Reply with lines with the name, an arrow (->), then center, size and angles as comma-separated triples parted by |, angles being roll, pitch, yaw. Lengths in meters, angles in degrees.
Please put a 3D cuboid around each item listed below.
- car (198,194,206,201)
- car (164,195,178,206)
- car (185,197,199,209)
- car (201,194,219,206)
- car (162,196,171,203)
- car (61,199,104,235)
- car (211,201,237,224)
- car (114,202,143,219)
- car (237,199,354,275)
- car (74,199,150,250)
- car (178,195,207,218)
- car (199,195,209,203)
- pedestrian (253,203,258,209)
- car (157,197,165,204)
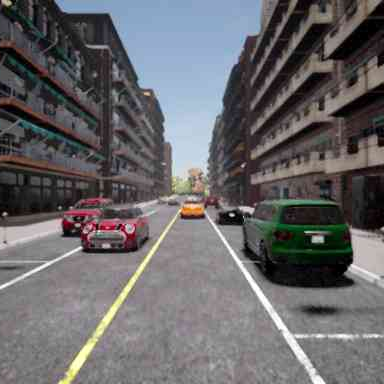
car -> 2.713, 1.419, 91.401 | 2.192, 1.841, 5.009 | 1, 0, 0
car -> -3.047, 1.658, 55.632 | 1.895, 1.301, 4.718 | 0, 0, 1
car -> 0.053, 1.524, 46.536 | 1.882, 1.535, 5.008 | 0, 0, 0
car -> 2.708, 1.362, 46.857 | 2.192, 1.841, 5.009 | 1, 0, 0
car -> -5.672, 1.607, 74.561 | 1.752, 1.417, 4.829 | 1, 0, 0
car -> -5.675, 1.333, 19.051 | 2.192, 1.841, 5.009 | 1, 0, 0
car -> 2.702, 1.589, 24.585 | 1.947, 1.339, 4.313 | 1, 0, 0
car -> -5.678, 1.612, 30.187 | 1.802, 1.307, 4.206 | 1, 0, 0
car -> 3.001, 1.235, 10.615 | 2.150, 2.045, 5.566 | 0, 0, 0
car -> -3.098, 1.365, 14.259 | 2.097, 1.767, 4.553 | 0, 0, 0
car -> 0.062, 1.381, 30.502 | 2.097, 1.767, 4.553 | 0, 0, 0
car -> 2.709, 1.521, 74.697 | 1.967, 1.590, 4.097 | 1, 0, 0
pedestrian -> 2.669, 1.306, 13.861 | 0.375, 1.860, 0.375 | 1, -1, -3
car -> -5.674, 1.618, 63.595 | 2.008, 1.369, 4.403 | 1, 0, 0
